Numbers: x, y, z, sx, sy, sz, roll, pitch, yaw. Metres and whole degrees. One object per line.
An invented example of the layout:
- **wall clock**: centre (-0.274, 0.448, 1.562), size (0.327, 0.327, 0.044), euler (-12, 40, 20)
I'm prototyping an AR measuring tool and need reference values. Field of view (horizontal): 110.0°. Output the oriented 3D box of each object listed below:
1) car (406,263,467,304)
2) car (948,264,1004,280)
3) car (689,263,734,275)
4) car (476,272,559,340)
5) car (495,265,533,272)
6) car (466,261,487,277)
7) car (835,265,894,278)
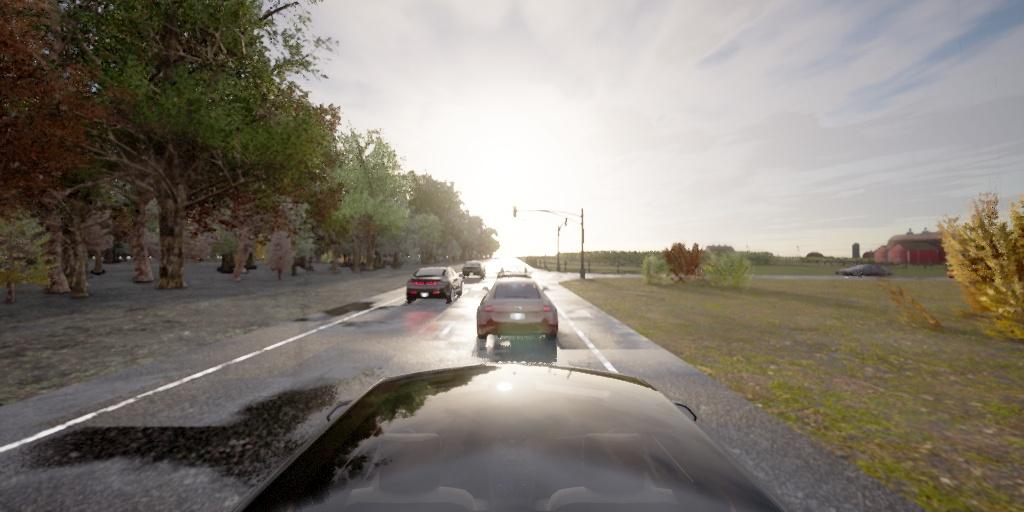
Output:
- **car**: centre (-3.401, 1.240, 16.376), size (1.837, 1.490, 4.892), euler (0, 0, 0)
- **car**: centre (48.901, 1.584, 37.574), size (4.553, 1.767, 2.097), euler (1, -1, 0)
- **car**: centre (22.802, 1.481, 41.284), size (5.008, 1.535, 1.882), euler (1, -1, 0)
- **car**: centre (0.102, 1.305, 9.976), size (1.994, 1.385, 4.181), euler (0, 0, -1)
- **car**: centre (0.099, 1.223, 18.951), size (2.128, 1.511, 4.902), euler (0, 0, 0)
- **car**: centre (-3.403, 1.223, 32.500), size (1.837, 1.490, 4.892), euler (0, 1, 0)
- **car**: centre (40.454, 1.743, 41.192), size (5.357, 1.411, 2.033), euler (1, -1, 0)
